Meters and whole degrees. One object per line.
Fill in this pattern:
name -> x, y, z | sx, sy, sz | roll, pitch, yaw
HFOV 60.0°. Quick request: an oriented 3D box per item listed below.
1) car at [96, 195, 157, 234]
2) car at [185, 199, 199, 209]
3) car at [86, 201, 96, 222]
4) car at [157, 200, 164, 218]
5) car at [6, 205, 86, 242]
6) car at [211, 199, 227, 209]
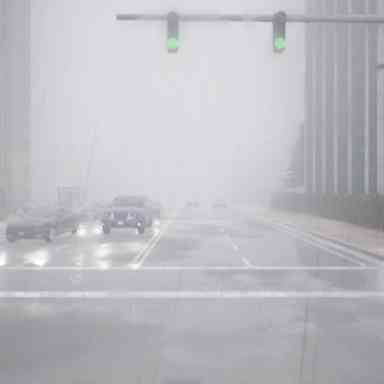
car -> -3.597, 1.198, 19.431 | 2.150, 2.045, 5.566 | 0, 0, 0
car -> 0.046, 1.547, 44.922 | 1.895, 1.301, 4.718 | 0, 0, 0
car -> -7.085, 1.461, 25.828 | 2.128, 1.511, 4.902 | 0, 0, 0
car -> -3.578, 1.443, 29.426 | 1.882, 1.535, 5.008 | 0, 0, 1
car -> -7.098, 1.458, 16.341 | 1.882, 1.535, 5.008 | 0, 0, 0
car -> 3.551, 1.547, 44.904 | 1.895, 1.301, 4.718 | 0, 0, 0
